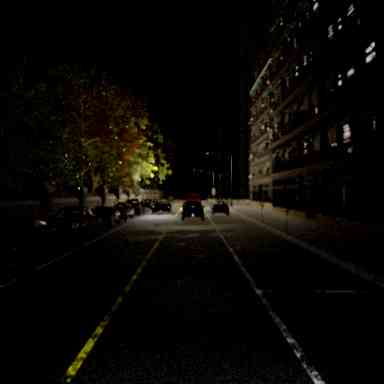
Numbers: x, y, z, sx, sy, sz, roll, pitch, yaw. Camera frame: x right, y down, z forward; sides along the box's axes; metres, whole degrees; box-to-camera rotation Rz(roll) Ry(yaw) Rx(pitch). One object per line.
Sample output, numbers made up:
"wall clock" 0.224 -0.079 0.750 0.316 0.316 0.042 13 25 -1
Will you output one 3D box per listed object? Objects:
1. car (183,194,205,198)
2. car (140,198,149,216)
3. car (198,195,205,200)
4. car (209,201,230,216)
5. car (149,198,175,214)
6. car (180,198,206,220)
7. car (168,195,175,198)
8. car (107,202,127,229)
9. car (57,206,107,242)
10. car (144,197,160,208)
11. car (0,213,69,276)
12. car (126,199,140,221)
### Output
"car" 0.062 1.206 39.549 2.150 2.045 5.566 0 0 1
"car" -5.701 1.424 32.515 1.967 1.590 4.097 0 0 0
"car" 2.654 1.561 92.685 1.947 1.339 4.313 0 0 0
"car" 2.679 1.534 32.521 2.008 1.369 4.403 0 0 0
"car" -3.114 1.583 35.377 1.895 1.301 4.718 0 0 0
"car" 0.077 1.490 27.654 1.837 1.490 4.892 0 0 0
"car" -5.726 1.578 92.682 1.802 1.307 4.206 0 0 0
"car" -5.697 1.569 21.438 1.802 1.307 4.206 0 0 0
"car" -5.694 1.430 15.899 1.967 1.590 4.097 0 0 0
"car" -5.837 1.525 49.131 1.887 1.381 4.507 0 0 0
"car" -5.692 1.559 10.360 1.947 1.339 4.313 0 0 0
"car" -5.699 1.511 26.806 1.752 1.417 4.829 0 0 0
